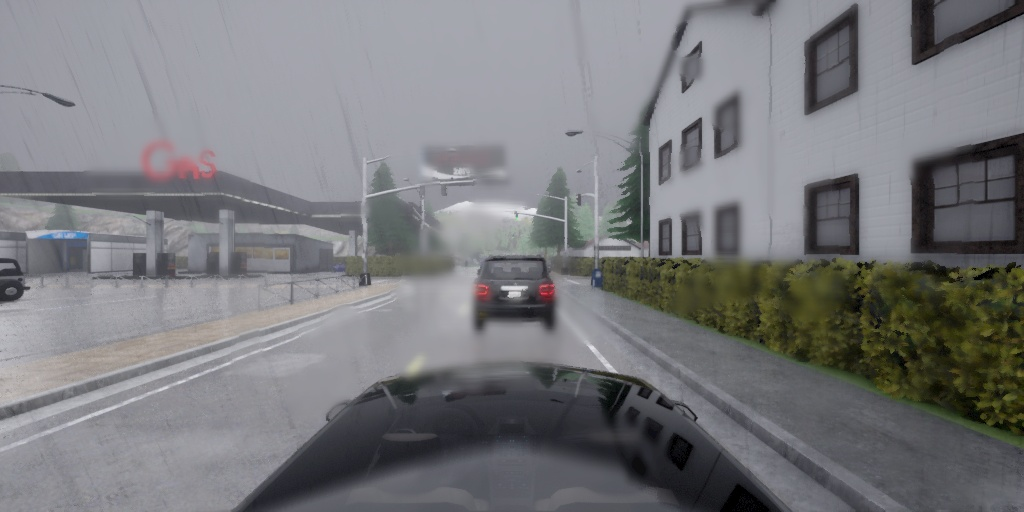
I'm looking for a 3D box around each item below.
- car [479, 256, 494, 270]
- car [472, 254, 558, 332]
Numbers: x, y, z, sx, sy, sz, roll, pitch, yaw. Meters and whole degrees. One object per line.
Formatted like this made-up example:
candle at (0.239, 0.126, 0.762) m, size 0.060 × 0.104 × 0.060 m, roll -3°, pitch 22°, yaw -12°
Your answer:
car at (-3.843, 0.965, 55.102) m, size 2.150 × 2.045 × 5.566 m, roll 0°, pitch 0°, yaw -3°
car at (0.085, 0.973, 10.953) m, size 2.150 × 2.045 × 5.566 m, roll 0°, pitch 0°, yaw 0°
